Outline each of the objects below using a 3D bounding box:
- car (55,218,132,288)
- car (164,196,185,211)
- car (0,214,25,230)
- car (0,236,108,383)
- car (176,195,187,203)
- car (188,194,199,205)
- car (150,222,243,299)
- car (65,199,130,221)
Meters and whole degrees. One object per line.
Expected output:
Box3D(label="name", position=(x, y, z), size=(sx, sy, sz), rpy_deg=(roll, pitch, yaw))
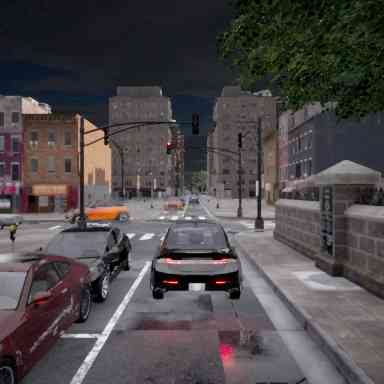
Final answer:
Box3D(label="car", position=(-2.627, 1.566, 8.228), size=(1.947, 1.339, 4.313), rpy_deg=(0, 0, 0))
Box3D(label="car", position=(-2.237, 1.344, 40.615), size=(2.097, 1.767, 4.553), rpy_deg=(0, 0, 0))
Box3D(label="car", position=(-13.309, 1.730, 21.142), size=(4.718, 1.301, 1.895), rpy_deg=(-1, 0, 0))
Box3D(label="car", position=(-2.631, 1.582, 4.565), size=(1.802, 1.307, 4.206), rpy_deg=(0, 0, 0))
Box3D(label="car", position=(-2.139, 1.494, 70.005), size=(2.128, 1.511, 4.902), rpy_deg=(0, 0, 0))
Box3D(label="car", position=(0.360, 1.514, 60.437), size=(1.812, 1.442, 4.674), rpy_deg=(0, 0, 0))
Box3D(label="car", position=(0.095, 1.491, 8.406), size=(2.128, 1.511, 4.902), rpy_deg=(0, 0, 0))
Box3D(label="car", position=(-6.988, 1.411, 24.677), size=(4.553, 1.767, 2.097), rpy_deg=(-1, 0, -29))
